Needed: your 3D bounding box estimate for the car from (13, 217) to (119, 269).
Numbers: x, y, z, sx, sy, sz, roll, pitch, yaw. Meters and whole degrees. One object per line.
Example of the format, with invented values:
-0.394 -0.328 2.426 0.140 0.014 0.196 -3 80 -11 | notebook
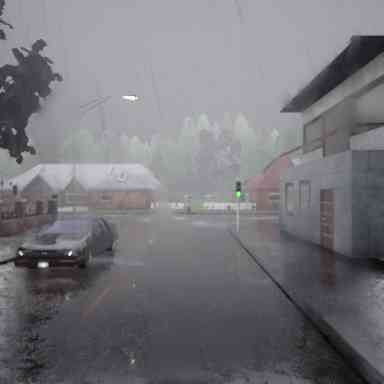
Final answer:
-3.993 1.606 11.686 2.033 1.411 5.357 0 0 1 | car
